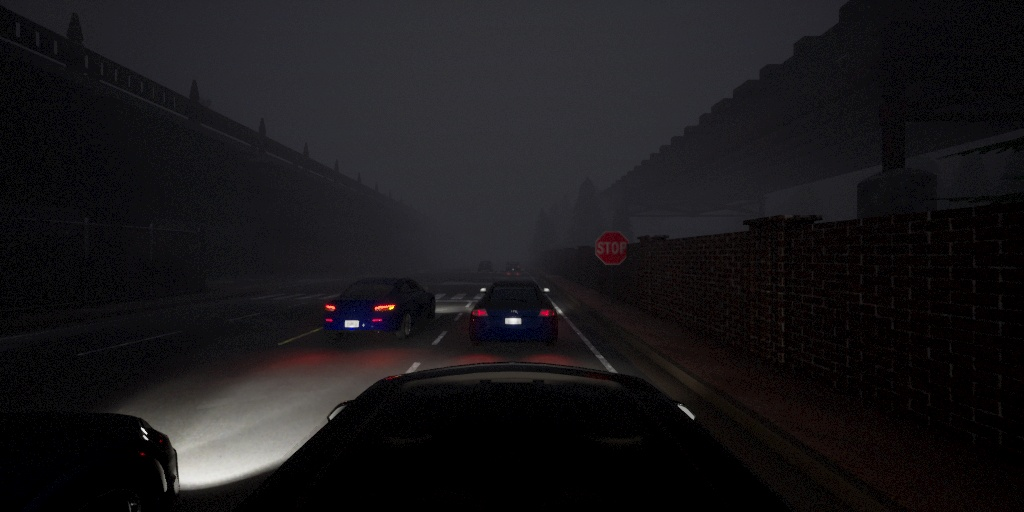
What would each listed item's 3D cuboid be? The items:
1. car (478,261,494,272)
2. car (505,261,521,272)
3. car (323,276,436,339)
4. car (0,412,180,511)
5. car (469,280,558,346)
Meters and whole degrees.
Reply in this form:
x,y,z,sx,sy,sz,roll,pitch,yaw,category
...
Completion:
x,y,z,sx,sy,sz,roll,pitch,yaw,category
-3.386,1.297,46.019,2.033,1.411,5.357,0,0,-1,car
0.109,1.351,46.211,1.895,1.301,4.718,0,0,-1,car
-3.411,1.276,9.930,1.812,1.442,4.674,0,0,0,car
-3.399,1.314,0.835,1.994,1.385,4.181,0,0,0,car
0.070,1.314,9.407,1.994,1.385,4.181,0,0,1,car
